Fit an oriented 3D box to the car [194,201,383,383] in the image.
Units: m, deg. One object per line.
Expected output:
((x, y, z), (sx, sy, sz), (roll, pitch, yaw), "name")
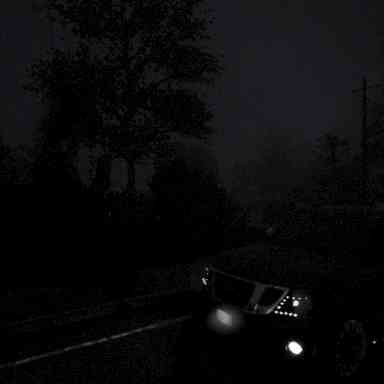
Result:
((2.733, 1.221, 5.664), (5.566, 2.045, 2.150), (0, 0, -33), "car")

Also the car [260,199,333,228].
((7.316, 1.428, 23.726), (2.097, 1.767, 4.553), (0, -1, -38), "car")

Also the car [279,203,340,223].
((9.367, 1.651, 26.796), (1.994, 1.385, 4.181), (0, -1, -39), "car")
